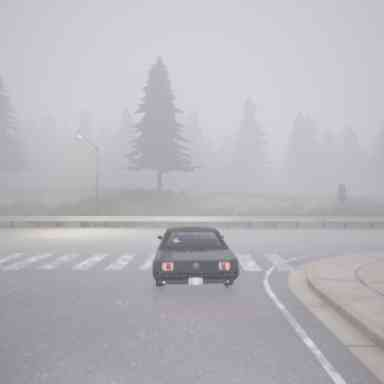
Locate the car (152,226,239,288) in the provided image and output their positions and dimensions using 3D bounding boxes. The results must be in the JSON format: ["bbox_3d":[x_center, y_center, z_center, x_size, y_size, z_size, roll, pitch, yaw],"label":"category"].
[{"bbox_3d":[-0.030,1.604,9.280,1.895,1.301,4.718,0,0,-3],"label":"car"}]
